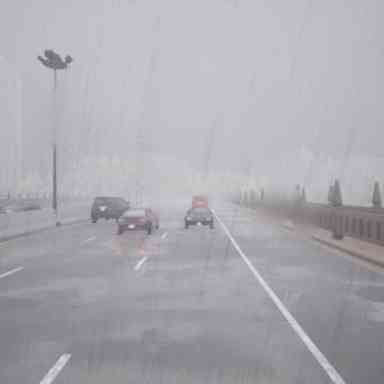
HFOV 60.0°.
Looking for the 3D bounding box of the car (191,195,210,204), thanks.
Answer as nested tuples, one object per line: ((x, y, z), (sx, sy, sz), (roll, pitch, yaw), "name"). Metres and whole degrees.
((1.058, 1.444, 41.555), (2.150, 2.045, 5.566), (0, 0, 2), "car")

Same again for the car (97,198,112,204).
((-19.158, 1.991, 72.644), (1.895, 1.301, 4.718), (0, 0, 2), "car")

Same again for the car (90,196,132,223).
((-6.386, 1.365, 26.762), (2.150, 2.045, 5.566), (0, 0, 2), "car")

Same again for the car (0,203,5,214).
((-13.782, 1.612, 20.013), (1.837, 1.490, 4.892), (0, 0, 2), "car")

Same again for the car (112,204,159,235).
((-3.082, 1.631, 19.617), (1.812, 1.442, 4.674), (0, 0, 2), "car")

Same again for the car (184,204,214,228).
((0.514, 1.725, 23.131), (1.895, 1.301, 4.718), (0, 0, 2), "car")

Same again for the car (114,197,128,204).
((-15.635, 1.879, 73.406), (1.882, 1.535, 5.008), (0, 0, 2), "car")

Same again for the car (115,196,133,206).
((-12.502, 1.682, 61.413), (2.097, 1.767, 4.553), (0, 0, 2), "car")

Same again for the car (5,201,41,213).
((-16.895, 1.669, 33.214), (2.128, 1.511, 4.902), (0, 0, 2), "car")
